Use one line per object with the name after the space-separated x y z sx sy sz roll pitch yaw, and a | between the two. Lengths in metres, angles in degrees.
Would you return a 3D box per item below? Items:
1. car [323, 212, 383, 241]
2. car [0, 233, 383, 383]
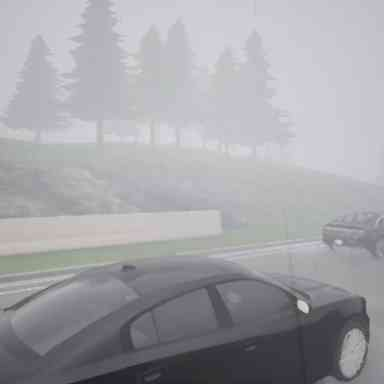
7.041 1.506 12.741 4.902 1.511 2.128 0 0 -34 | car
0.054 1.477 3.747 5.008 1.535 1.882 0 0 -35 | car
